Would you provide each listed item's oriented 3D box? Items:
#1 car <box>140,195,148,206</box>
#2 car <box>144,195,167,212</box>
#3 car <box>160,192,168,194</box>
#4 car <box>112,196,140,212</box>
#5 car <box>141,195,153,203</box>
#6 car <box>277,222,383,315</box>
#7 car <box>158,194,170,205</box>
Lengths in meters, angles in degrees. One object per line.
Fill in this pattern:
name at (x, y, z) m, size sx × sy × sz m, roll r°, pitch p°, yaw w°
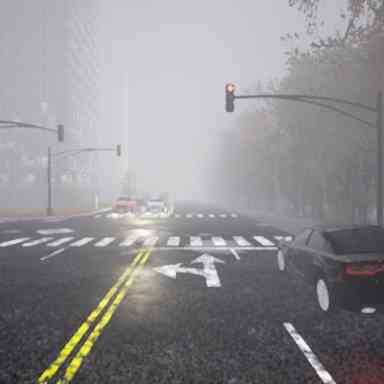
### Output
car at (-7.958, 1.443, 50.137) m, size 1.994 × 1.385 × 4.181 m, roll 0°, pitch 0°, yaw -3°
car at (-4.126, 1.432, 37.861) m, size 1.812 × 1.442 × 4.674 m, roll 0°, pitch 0°, yaw -6°
car at (-5.806, 1.069, 69.051) m, size 2.150 × 2.045 × 5.566 m, roll 0°, pitch 0°, yaw -4°
car at (-7.325, 1.264, 36.356) m, size 2.097 × 1.767 × 4.553 m, roll 0°, pitch 0°, yaw -2°
car at (-8.823, 1.328, 65.176) m, size 1.882 × 1.535 × 5.008 m, roll 0°, pitch 1°, yaw -3°
car at (3.324, 1.421, 7.532) m, size 1.882 × 1.535 × 5.008 m, roll -3°, pitch -1°, yaw 1°
car at (-4.714, 1.405, 50.415) m, size 1.812 × 1.442 × 4.674 m, roll 0°, pitch 1°, yaw -2°
